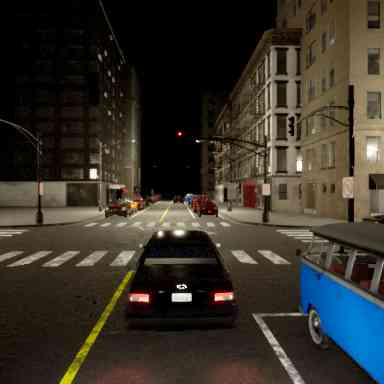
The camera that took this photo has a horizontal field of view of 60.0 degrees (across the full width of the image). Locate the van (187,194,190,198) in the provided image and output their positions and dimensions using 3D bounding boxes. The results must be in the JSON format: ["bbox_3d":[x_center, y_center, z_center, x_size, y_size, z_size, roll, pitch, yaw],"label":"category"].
[{"bbox_3d":[0.461,1.339,52.163,1.690,1.788,3.998,0,0,-2],"label":"van"}]

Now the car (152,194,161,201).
[{"bbox_3d":[-8.946,1.427,84.246,1.967,1.590,4.097,0,0,-2],"label":"car"}]

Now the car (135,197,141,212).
[{"bbox_3d":[-6.856,1.526,35.435,1.752,1.417,4.829,0,0,-2],"label":"car"}]

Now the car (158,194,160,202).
[{"bbox_3d":[-8.252,1.558,68.033,1.947,1.339,4.313,0,0,-2],"label":"car"}]

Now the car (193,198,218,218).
[{"bbox_3d":[1.386,1.545,30.544,1.887,1.381,4.507,0,0,-2],"label":"car"}]

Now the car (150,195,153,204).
[{"bbox_3d":[-7.557,1.564,51.819,1.947,1.339,4.313,0,0,-2],"label":"car"}]

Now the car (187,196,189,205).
[{"bbox_3d":[0.692,1.544,46.758,1.887,1.381,4.507,0,0,-2],"label":"car"}]

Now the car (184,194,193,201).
[{"bbox_3d":[-0.928,1.427,84.589,1.967,1.590,4.097,0,0,-2],"label":"car"}]

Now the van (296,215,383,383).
[{"bbox_3d":[2.537,1.341,3.689,1.690,1.788,3.998,0,0,-2],"label":"van"}]

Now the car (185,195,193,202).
[{"bbox_3d":[-0.704,1.514,79.355,1.752,1.417,4.829,0,0,-2],"label":"car"}]

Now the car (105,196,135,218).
[{"bbox_3d":[-6.631,1.440,30.201,1.967,1.590,4.097,0,0,-2],"label":"car"}]

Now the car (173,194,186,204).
[{"bbox_3d":[-2.480,1.521,61.340,1.812,1.442,4.674,0,0,-3],"label":"car"}]

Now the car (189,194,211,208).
[{"bbox_3d":[1.155,1.315,35.949,2.192,1.841,5.009,0,0,-2],"label":"car"}]

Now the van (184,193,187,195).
[{"bbox_3d":[-0.465,1.331,73.780,1.690,1.788,3.998,0,0,-2],"label":"van"}]

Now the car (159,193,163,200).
[{"bbox_3d":[-8.715,1.304,78.842,2.192,1.841,5.009,0,0,-2],"label":"car"}]

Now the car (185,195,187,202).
[{"bbox_3d":[0.229,1.562,57.567,1.947,1.339,4.313,0,0,-2],"label":"car"}]

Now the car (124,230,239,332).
[{"bbox_3d":[-0.256,1.547,7.245,2.033,1.411,5.357,0,0,-2],"label":"car"}]

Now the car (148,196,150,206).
[{"bbox_3d":[-7.319,1.525,46.245,1.752,1.417,4.829,0,0,-2],"label":"car"}]

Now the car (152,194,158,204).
[{"bbox_3d":[-8.020,1.545,62.629,2.008,1.369,4.403,0,0,-2],"label":"car"}]

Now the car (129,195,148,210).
[{"bbox_3d":[-7.094,1.315,41.010,2.192,1.841,5.009,0,0,-2],"label":"car"}]
